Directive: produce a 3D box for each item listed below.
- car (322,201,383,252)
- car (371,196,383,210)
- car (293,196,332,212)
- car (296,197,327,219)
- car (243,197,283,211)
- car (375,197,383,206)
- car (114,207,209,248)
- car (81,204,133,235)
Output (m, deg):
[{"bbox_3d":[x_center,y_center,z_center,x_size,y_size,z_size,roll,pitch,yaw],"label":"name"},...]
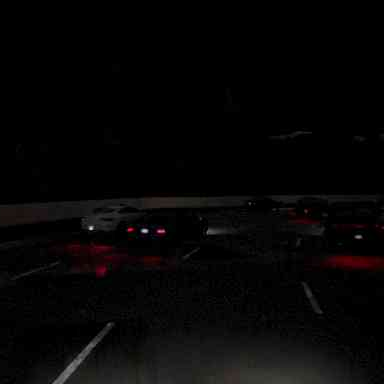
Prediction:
[{"bbox_3d":[6.514,1.351,13.610,1.882,1.535,5.008,0,1,20],"label":"car"},{"bbox_3d":[22.183,1.199,36.988,4.674,1.442,1.812,0,0,-32],"label":"car"},{"bbox_3d":[12.374,1.199,34.092,4.674,1.442,1.812,0,1,-43],"label":"car"},{"bbox_3d":[9.785,1.228,26.153,1.882,1.535,5.008,1,0,37],"label":"car"},{"bbox_3d":[7.434,1.201,34.542,2.033,1.411,5.357,1,1,44],"label":"car"},{"bbox_3d":[17.992,1.214,29.782,5.008,1.535,1.882,0,1,-42],"label":"car"},{"bbox_3d":[-0.837,1.394,14.013,2.033,1.411,5.357,0,1,19],"label":"car"},{"bbox_3d":[-3.646,1.334,16.807,1.812,1.442,4.674,0,1,20],"label":"car"}]
